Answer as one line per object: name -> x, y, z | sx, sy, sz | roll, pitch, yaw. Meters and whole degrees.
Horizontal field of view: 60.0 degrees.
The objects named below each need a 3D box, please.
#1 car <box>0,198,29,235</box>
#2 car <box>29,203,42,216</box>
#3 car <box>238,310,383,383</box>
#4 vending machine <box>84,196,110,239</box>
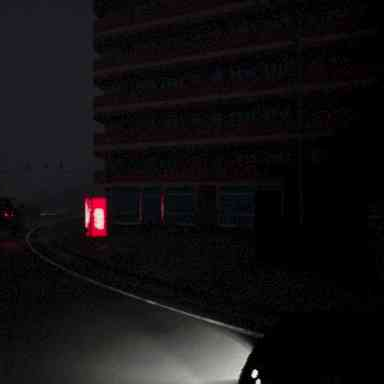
car -> -11.072, 1.341, 19.213 | 2.150, 2.045, 5.566 | 0, 0, -21
car -> -16.654, 1.758, 33.009 | 1.994, 1.385, 4.181 | 0, 0, 0
car -> 2.428, 1.558, 2.445 | 4.181, 1.385, 1.994 | -1, 0, 32
vending machine -> -4.869, 1.277, 16.952 | 1.100, 2.100, 0.880 | 0, 0, -29
